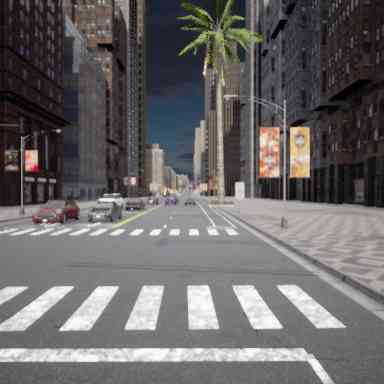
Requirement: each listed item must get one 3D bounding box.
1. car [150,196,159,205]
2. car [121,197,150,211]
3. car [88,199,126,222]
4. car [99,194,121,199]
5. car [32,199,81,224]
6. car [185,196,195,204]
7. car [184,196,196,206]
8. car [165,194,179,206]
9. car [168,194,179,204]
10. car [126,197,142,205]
[{"bbox_3d":[-6.854,1.501,58.023,2.128,1.511,4.902,0,0,0],"label":"car"},{"bbox_3d":[-6.820,1.538,40.380,2.033,1.411,5.357,0,0,0],"label":"car"},{"bbox_3d":[-6.742,1.516,26.194,1.812,1.442,4.674,0,0,0],"label":"car"},{"bbox_3d":[-10.065,1.214,41.088,2.150,2.045,5.566,0,0,0],"label":"car"},{"bbox_3d":[-9.986,1.342,24.785,2.097,1.767,4.553,0,0,0],"label":"car"},{"bbox_3d":[-0.379,1.500,66.561,1.882,1.535,5.008,0,0,0],"label":"car"},{"bbox_3d":[-0.319,1.553,56.139,2.033,1.411,5.357,0,0,0],"label":"car"},{"bbox_3d":[-3.571,1.532,56.537,1.812,1.442,4.674,0,0,0],"label":"car"},{"bbox_3d":[-3.628,1.374,66.513,2.097,1.767,4.553,0,0,0],"label":"car"},{"bbox_3d":[-10.102,1.610,58.373,1.895,1.301,4.718,0,0,0],"label":"car"}]
